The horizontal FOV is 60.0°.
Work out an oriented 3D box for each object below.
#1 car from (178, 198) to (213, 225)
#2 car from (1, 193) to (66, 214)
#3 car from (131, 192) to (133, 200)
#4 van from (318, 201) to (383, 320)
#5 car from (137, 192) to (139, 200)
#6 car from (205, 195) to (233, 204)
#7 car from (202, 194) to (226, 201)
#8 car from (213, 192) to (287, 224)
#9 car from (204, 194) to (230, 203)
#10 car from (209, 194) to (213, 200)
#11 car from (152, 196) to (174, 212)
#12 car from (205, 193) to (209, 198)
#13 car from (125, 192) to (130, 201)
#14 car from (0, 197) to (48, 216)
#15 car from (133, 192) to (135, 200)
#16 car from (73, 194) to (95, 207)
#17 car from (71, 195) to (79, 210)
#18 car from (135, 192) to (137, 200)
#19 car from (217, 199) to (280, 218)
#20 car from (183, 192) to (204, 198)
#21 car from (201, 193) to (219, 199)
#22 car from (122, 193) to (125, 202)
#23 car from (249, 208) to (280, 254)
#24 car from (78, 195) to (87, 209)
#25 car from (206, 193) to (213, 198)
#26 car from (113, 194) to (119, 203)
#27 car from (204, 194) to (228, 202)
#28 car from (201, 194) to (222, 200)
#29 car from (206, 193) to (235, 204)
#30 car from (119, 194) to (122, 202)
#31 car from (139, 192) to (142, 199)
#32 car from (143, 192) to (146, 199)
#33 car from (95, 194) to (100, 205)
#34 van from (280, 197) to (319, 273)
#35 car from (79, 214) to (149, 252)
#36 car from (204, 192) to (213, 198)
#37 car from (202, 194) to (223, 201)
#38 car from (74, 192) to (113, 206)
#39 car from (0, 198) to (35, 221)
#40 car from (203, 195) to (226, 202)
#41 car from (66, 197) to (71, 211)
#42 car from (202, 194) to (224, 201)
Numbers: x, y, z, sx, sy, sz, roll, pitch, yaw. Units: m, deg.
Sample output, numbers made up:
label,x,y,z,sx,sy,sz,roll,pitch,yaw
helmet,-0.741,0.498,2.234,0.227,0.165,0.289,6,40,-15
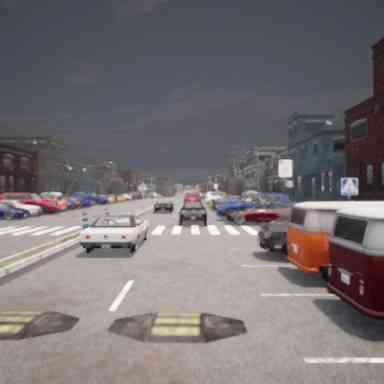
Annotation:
label,x,y,z,sx,sy,sz,roll,pitch,yaw
car,0.074,1.404,23.235,2.128,1.511,4.902,0,0,0
car,-15.545,1.129,31.775,5.566,2.045,2.435,0,0,0
car,-15.602,1.244,70.381,4.792,1.488,2.163,0,0,0
van,4.819,1.234,5.769,4.442,1.987,1.878,0,0,0
car,-15.600,1.083,78.653,4.553,1.767,2.185,0,0,0
car,4.716,1.285,58.695,4.674,1.452,2.002,0,0,0
car,4.752,1.220,72.464,4.892,1.521,2.231,0,0,0
car,4.652,1.133,25.226,5.566,2.045,2.435,0,0,0
car,4.737,1.233,64.251,4.892,1.521,2.231,0,0,0
car,4.680,1.333,36.461,5.008,1.535,2.097,0,0,0
car,-2.938,1.458,35.785,1.895,1.301,4.718,0,0,0
car,4.668,1.313,47.452,4.792,1.488,2.163,0,0,0
car,-15.446,1.222,64.868,5.366,1.575,1.946,0,0,0
car,-15.570,1.436,29.018,4.674,1.452,2.002,0,0,0
car,-15.629,1.252,73.102,4.674,1.452,2.002,0,0,0
car,-15.589,1.314,42.806,5.008,1.535,2.097,0,0,0
car,-15.581,1.388,37.161,4.674,1.452,2.002,0,0,0
car,-15.660,1.239,75.896,4.792,1.488,2.163,0,0,0
car,4.671,1.373,28.006,4.892,1.521,2.231,0,0,0
car,0.076,1.053,41.261,2.150,2.045,5.566,0,0,1
car,4.751,1.092,89.255,4.553,1.767,2.185,0,0,0
car,-15.816,1.228,62.104,5.366,1.575,1.946,0,0,0
car,4.690,1.441,11.329,4.892,1.521,2.231,0,0,0
car,-15.586,1.370,40.049,4.674,1.452,2.002,0,0,0
car,4.871,1.305,41.894,5.366,1.575,1.946,0,0,0
car,-15.806,1.245,56.590,5.366,1.575,1.946,0,0,0
car,4.764,1.256,67.031,4.792,1.488,2.163,0,0,0
car,4.756,1.215,80.926,4.892,1.521,2.231,0,0,0
car,4.745,1.128,55.824,4.553,1.767,2.185,0,0,0
car,-15.655,1.269,59.348,4.792,1.488,2.163,0,0,0
car,-15.626,1.209,81.410,5.008,1.535,2.097,0,0,0
car,-15.659,0.963,86.925,5.566,2.045,2.435,0,0,0
car,-15.602,1.338,45.564,4.674,1.452,2.002,0,0,0
van,4.817,1.224,8.548,4.442,1.987,1.878,0,0,0
car,-2.919,1.553,13.540,1.895,1.301,4.718,0,0,0
car,4.736,1.011,53.011,5.566,2.045,2.435,0,0,0
car,4.786,1.244,78.148,4.792,1.488,2.163,0,0,0
car,-15.582,1.019,51.077,5.566,2.045,2.435,0,0,0
car,-15.533,1.441,26.260,4.792,1.488,2.163,0,0,0
car,4.738,1.262,69.810,4.674,1.452,2.002,0,0,0
car,-15.547,1.239,34.533,4.553,1.767,2.185,0,0,0
car,4.746,1.216,75.243,5.008,1.535,2.097,0,0,0
